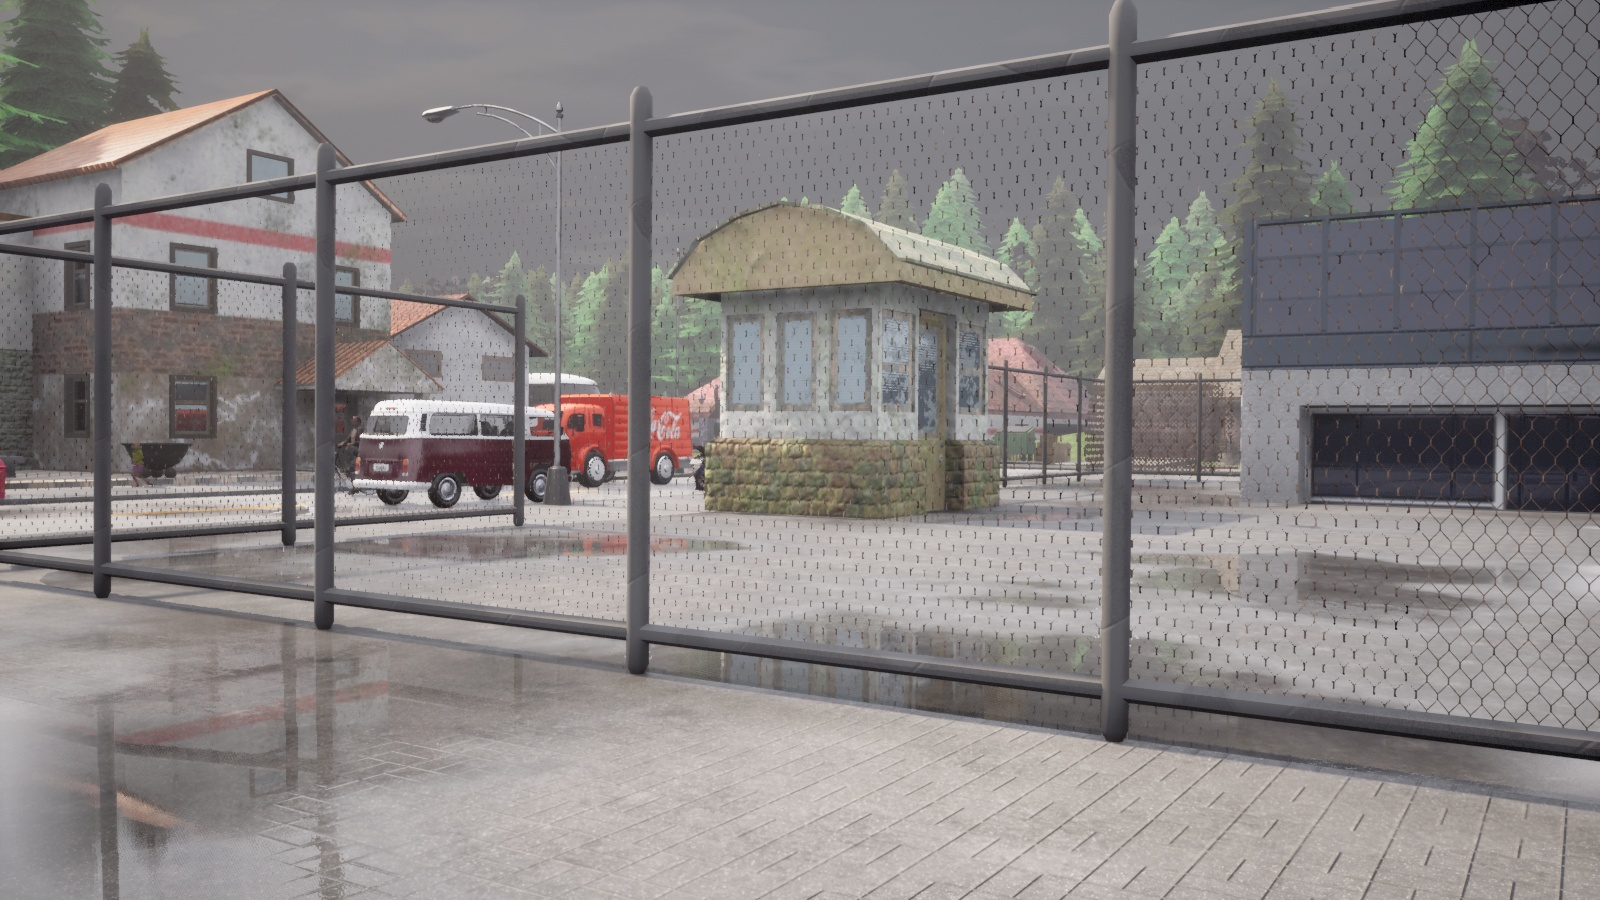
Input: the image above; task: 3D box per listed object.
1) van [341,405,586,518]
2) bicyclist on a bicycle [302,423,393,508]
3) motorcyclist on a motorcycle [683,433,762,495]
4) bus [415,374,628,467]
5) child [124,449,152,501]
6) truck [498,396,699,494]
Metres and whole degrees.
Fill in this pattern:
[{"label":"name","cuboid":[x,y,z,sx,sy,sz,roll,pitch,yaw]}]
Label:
[{"label":"van","cuboid":[-6.592,0.172,25.095,2.069,2.038,4.480,0,1,33]},{"label":"bicyclist on a bicycle","cuboid":[-9.852,0.317,27.402,0.659,1.776,1.843,0,1,32]},{"label":"motorcyclist on a motorcycle","cuboid":[-1.977,0.341,32.444,0.866,1.530,2.191,0,1,34]},{"label":"bus","cuboid":[-13.741,-1.362,61.640,10.273,4.253,3.944,0,1,31]},{"label":"child","cuboid":[-14.976,0.569,28.413,0.299,1.160,0.473,0,1,28]},{"label":"truck","cuboid":[-5.409,-0.178,34.426,2.627,2.467,5.204,0,1,32]}]
